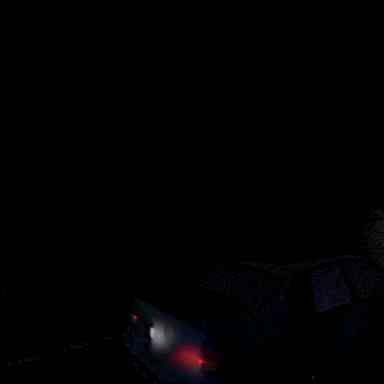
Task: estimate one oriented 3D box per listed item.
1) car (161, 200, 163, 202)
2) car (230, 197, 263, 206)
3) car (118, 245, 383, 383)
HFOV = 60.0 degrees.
[{"bbox_3d":[-4.416,1.432,67.212,1.994,1.385,4.181,0,0,-37],"label":"car"},{"bbox_3d":[8.162,1.413,50.593,2.033,1.411,5.357,0,0,-37],"label":"car"},{"bbox_3d":[1.696,1.544,4.891,5.357,1.411,2.033,0,0,-35],"label":"car"}]
